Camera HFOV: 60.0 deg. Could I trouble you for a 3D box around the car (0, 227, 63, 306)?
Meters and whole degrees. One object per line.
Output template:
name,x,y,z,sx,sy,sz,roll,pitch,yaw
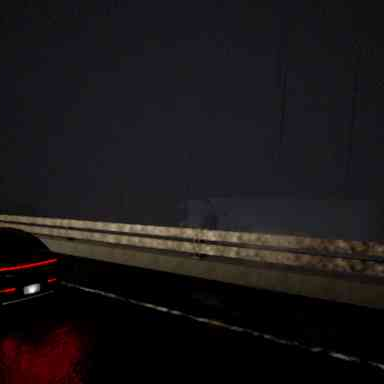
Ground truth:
car,-4.904,1.544,7.530,4.892,1.490,1.837,0,0,36
